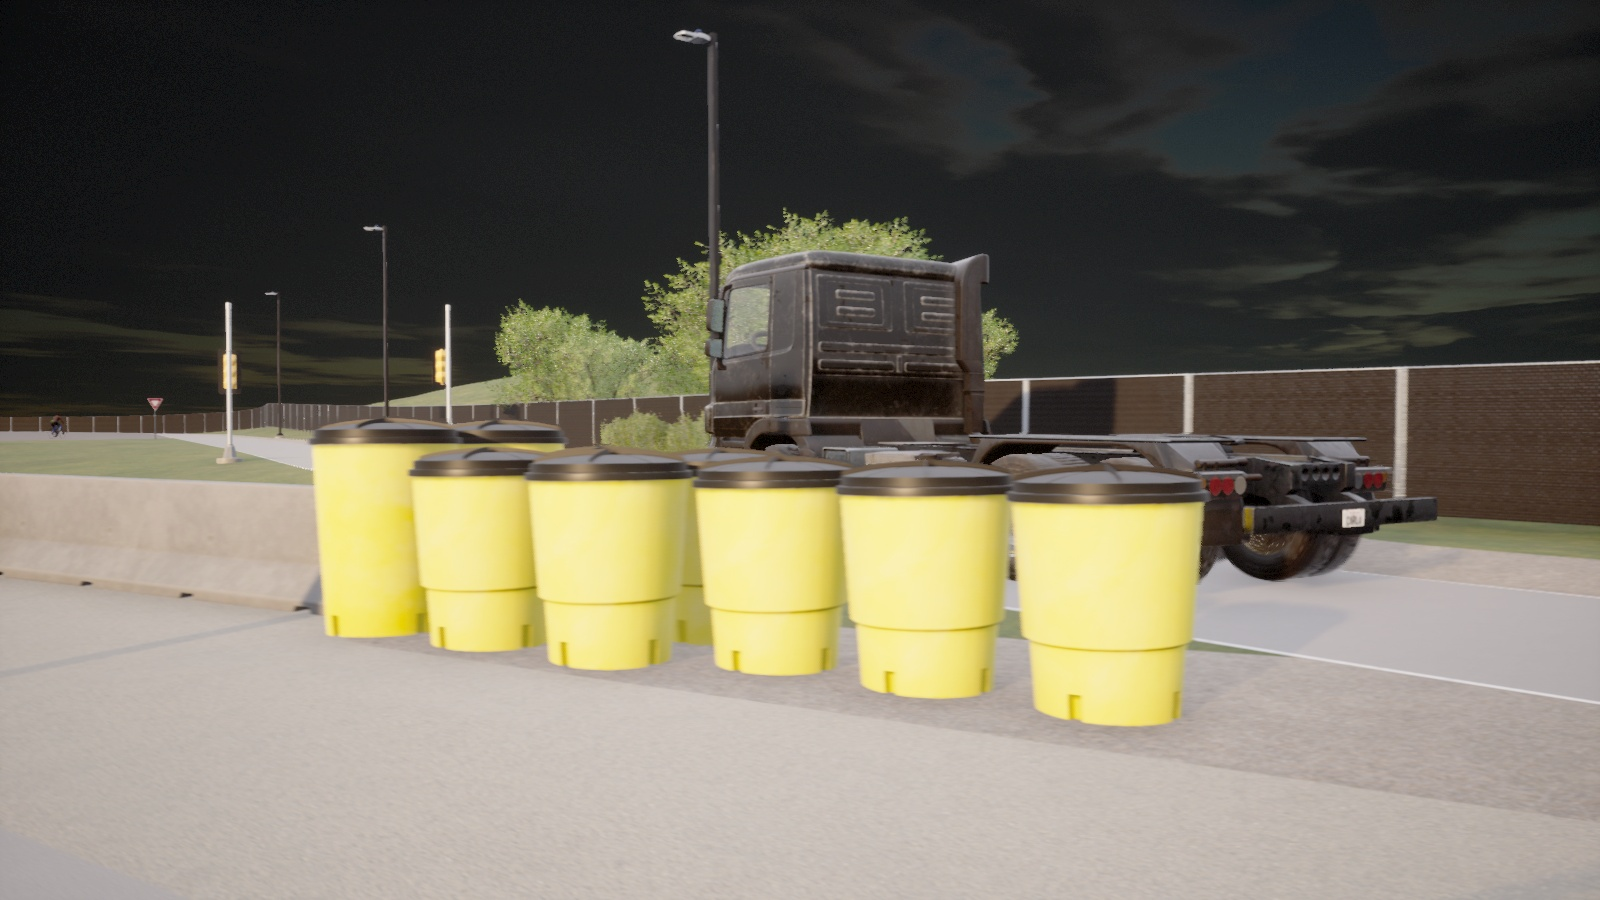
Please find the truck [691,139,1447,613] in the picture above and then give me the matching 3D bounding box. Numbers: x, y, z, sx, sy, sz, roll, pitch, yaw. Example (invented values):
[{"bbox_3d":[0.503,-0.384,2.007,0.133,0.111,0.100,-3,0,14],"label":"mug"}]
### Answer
[{"bbox_3d":[2.116,-0.629,13.257,2.891,3.462,7.936,-2,2,-35],"label":"truck"}]
